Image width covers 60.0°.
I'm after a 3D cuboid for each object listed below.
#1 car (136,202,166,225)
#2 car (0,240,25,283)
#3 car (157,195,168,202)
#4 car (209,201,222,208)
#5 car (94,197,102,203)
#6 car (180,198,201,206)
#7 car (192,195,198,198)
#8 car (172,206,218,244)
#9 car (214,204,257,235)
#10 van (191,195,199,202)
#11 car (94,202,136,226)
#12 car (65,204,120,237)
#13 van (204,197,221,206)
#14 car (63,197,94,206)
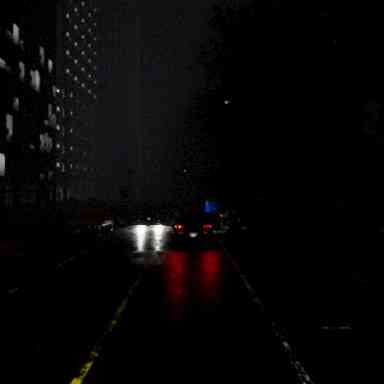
[{"bbox_3d":[-3.001,1.675,25.028,1.994,1.385,4.181,0,0,-1],"label":"car"},{"bbox_3d":[-5.471,1.560,7.214,1.752,1.417,4.829,0,0,0],"label":"car"},{"bbox_3d":[-6.681,1.856,73.667,2.008,1.369,4.403,0,0,-2],"label":"car"},{"bbox_3d":[2.564,1.636,25.091,1.752,1.417,4.829,0,0,-1],"label":"car"},{"bbox_3d":[-18.905,1.649,62.231,4.206,1.307,1.802,1,-1,3],"label":"car"},{"bbox_3d":[-0.146,1.616,31.465,1.882,1.535,5.008,0,0,-1],"label":"car"},{"bbox_3d":[0.962,1.851,79.868,1.752,1.417,4.829,0,0,-2],"label":"car"},{"bbox_3d":[0.033,1.598,16.092,1.812,1.442,4.674,0,0,0],"label":"car"},{"bbox_3d":[2.625,1.637,19.297,2.008,1.369,4.403,0,0,-1],"label":"car"},{"bbox_3d":[0.734,1.686,85.239,1.690,1.788,3.998,0,0,-3],"label":"van"},{"bbox_3d":[-5.598,1.654,24.318,1.887,1.381,4.507,0,0,-1],"label":"car"},{"bbox_3d":[-5.538,1.609,18.506,1.752,1.417,4.829,0,0,-1],"label":"car"},{"bbox_3d":[2.250,1.499,36.168,1.690,1.788,3.998,0,0,-1],"label":"van"},{"bbox_3d":[-18.813,1.637,54.118,4.206,1.307,1.802,1,-1,3],"label":"car"}]
